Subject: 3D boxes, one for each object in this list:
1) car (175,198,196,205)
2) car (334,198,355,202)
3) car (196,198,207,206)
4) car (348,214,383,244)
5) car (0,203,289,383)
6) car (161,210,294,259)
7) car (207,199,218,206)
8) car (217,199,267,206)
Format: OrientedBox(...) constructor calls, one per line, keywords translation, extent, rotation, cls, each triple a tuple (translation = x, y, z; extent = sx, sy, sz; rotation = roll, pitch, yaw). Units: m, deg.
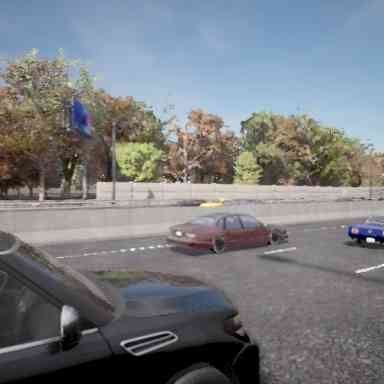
OrientedBox(translation=(-0.108, 1.512, 38.298), extent=(4.892, 1.490, 1.837), rotation=(0, 0, -35), cls="car")
OrientedBox(translation=(26.060, 1.635, 56.859), extent=(4.181, 1.385, 1.994), rotation=(0, 0, -35), cls="car")
OrientedBox(translation=(3.242, 1.486, 36.388), extent=(5.008, 1.535, 1.882), rotation=(0, 0, -35), cls="car")
OrientedBox(translation=(8.831, 1.603, 14.343), extent=(4.718, 1.301, 1.895), rotation=(0, 0, -36), cls="car")
OrientedBox(translation=(-2.006, 1.221, 2.316), extent=(5.566, 2.045, 2.150), rotation=(0, 0, -36), cls="car")
OrientedBox(translation=(1.576, 1.547, 13.468), extent=(5.357, 1.411, 2.033), rotation=(0, 0, -35), cls="car")
OrientedBox(translation=(4.299, 1.499, 32.844), extent=(4.902, 1.511, 2.128), rotation=(0, 0, -35), cls="car")
OrientedBox(translation=(4.983, 1.497, 29.037), extent=(4.902, 1.511, 2.128), rotation=(0, 0, -35), cls="car")
